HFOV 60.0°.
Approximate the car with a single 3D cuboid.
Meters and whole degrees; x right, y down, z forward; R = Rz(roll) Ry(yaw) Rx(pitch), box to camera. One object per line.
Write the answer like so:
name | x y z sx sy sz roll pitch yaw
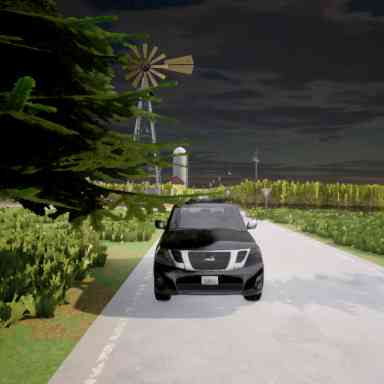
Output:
car | 0.334 1.221 8.691 2.150 2.045 5.566 0 0 0
